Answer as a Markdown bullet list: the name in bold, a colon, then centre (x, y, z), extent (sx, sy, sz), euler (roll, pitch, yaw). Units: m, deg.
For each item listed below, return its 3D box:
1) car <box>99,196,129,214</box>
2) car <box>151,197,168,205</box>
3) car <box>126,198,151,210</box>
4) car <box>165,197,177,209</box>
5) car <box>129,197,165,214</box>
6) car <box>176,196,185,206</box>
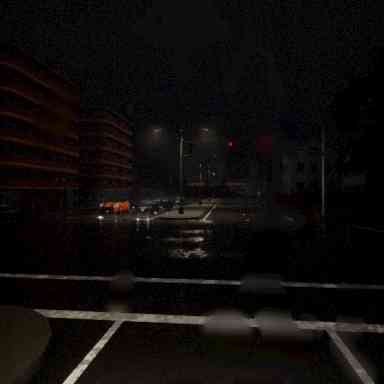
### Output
- **car**: centre (-8.083, 1.352, 34.990), extent (2.097, 1.767, 4.553), euler (0, 0, 6)
- **car**: centre (-5.631, 1.601, 58.170), extent (1.895, 1.301, 4.718), euler (0, 0, 6)
- **car**: centre (-7.093, 1.545, 44.407), extent (2.033, 1.411, 5.357), euler (0, 0, 6)
- **car**: centre (-3.607, 1.601, 44.126), extent (1.895, 1.301, 4.718), euler (0, 0, 6)
- **car**: centre (-4.569, 1.491, 34.916), extent (2.128, 1.511, 4.902), euler (0, 0, 6)
- **car**: centre (-2.288, 1.492, 56.535), extent (2.128, 1.511, 4.902), euler (0, 0, 6)
